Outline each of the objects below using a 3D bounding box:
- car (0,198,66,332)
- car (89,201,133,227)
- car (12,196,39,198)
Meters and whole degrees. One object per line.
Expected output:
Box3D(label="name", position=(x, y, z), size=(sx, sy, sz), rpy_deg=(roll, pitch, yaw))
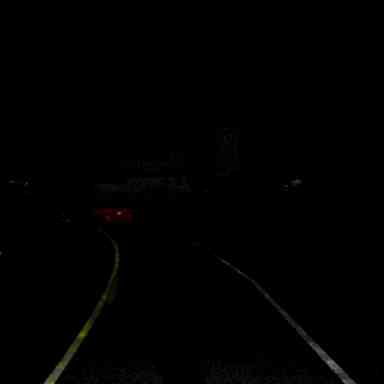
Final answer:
Box3D(label="car", position=(-3.700, 1.226, 5.127), size=(2.150, 2.045, 5.566), rpy_deg=(0, 0, -4))
Box3D(label="car", position=(-5.890, 1.441, 23.920), size=(2.097, 1.767, 4.553), rpy_deg=(0, 0, -29))
Box3D(label="car", position=(-19.324, 1.502, 37.585), size=(5.566, 2.045, 2.150), rpy_deg=(-1, -1, 33))
